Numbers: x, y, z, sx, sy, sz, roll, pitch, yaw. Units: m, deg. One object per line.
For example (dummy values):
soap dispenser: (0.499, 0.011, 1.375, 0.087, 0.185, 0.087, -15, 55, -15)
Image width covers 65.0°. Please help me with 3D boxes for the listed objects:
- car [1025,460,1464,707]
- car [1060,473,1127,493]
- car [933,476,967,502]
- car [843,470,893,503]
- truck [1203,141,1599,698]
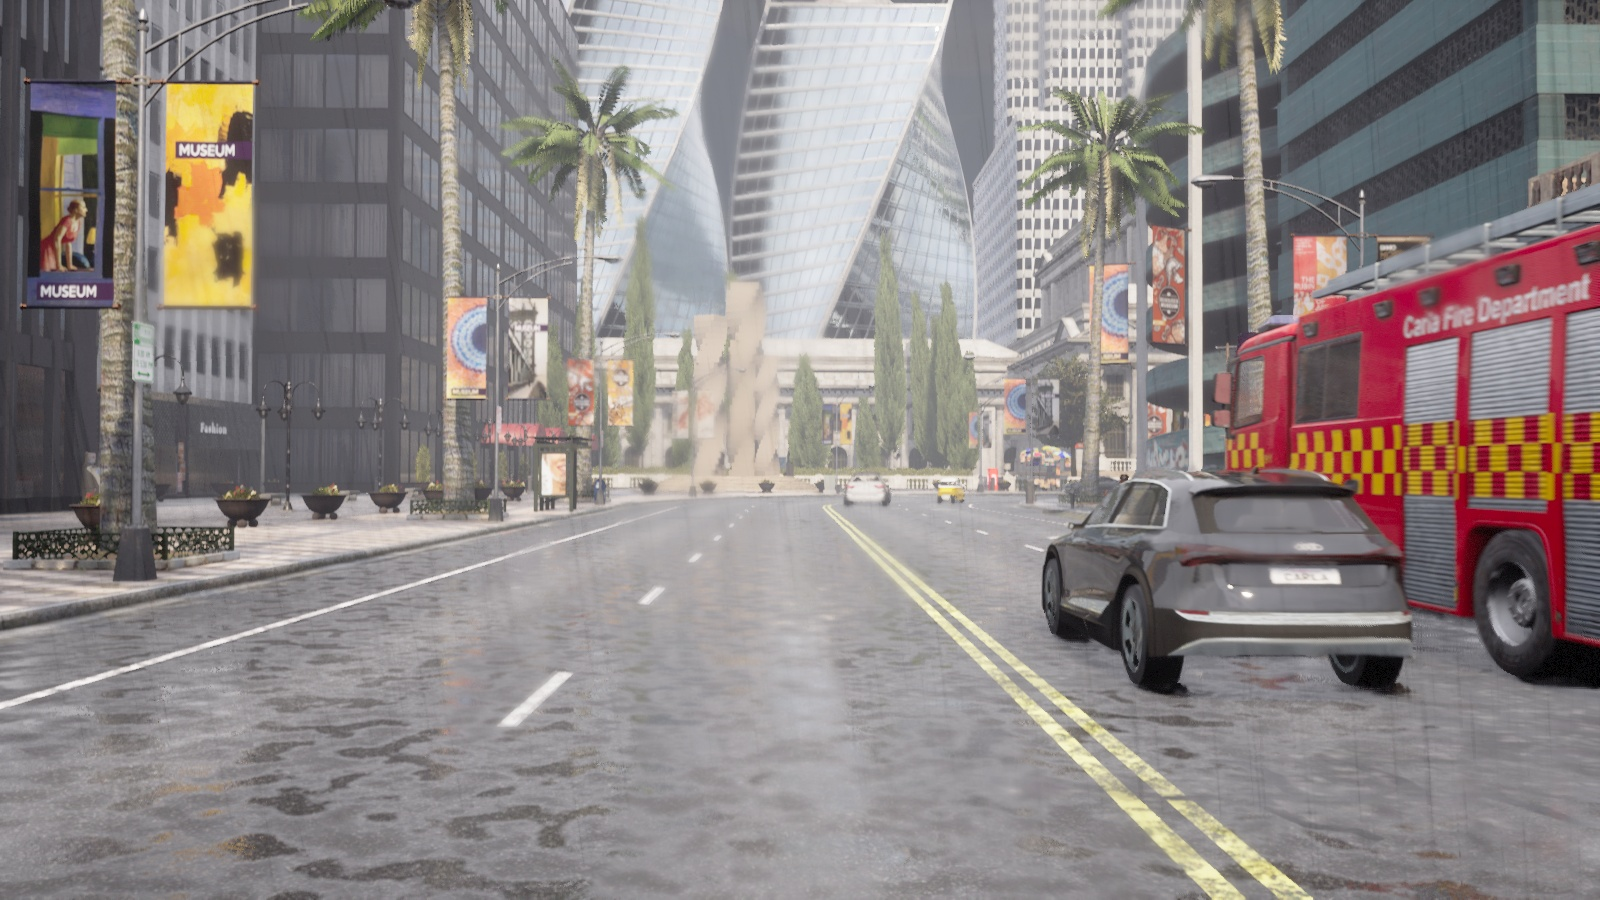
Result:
car: (3.422, 0.938, 10.869, 2.033, 1.649, 4.856, 0, -1, 0)
car: (22.360, 2.529, 95.735, 4.892, 1.490, 1.837, 0, -1, -25)
car: (8.326, 2.143, 69.506, 1.481, 1.376, 2.207, -1, -1, 17)
car: (3.543, 1.863, 64.784, 2.242, 1.667, 4.611, 0, -1, 7)
truck: (6.903, -0.137, 12.633, 2.891, 3.827, 8.468, 0, -1, 0)
